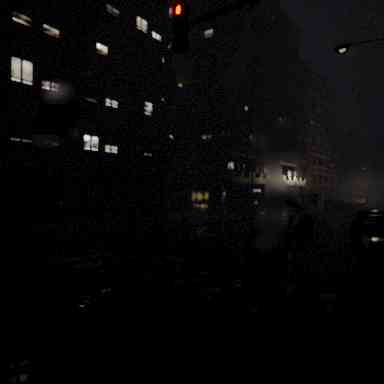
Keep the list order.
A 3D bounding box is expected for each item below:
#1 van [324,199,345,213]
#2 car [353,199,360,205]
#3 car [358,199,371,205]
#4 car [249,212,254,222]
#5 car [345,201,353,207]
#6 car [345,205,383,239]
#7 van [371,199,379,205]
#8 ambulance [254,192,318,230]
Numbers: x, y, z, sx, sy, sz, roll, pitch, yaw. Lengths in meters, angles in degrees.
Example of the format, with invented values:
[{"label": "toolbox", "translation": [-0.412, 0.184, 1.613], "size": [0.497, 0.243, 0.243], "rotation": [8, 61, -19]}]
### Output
[{"label": "van", "translation": [19.451, 1.916, 45.969], "size": [1.690, 1.788, 3.998], "rotation": [0, -1, 35]}, {"label": "car", "translation": [25.974, 2.297, 55.191], "size": [1.887, 1.381, 4.507], "rotation": [0, -1, 35]}, {"label": "car", "translation": [32.500, 2.246, 64.419], "size": [2.192, 1.841, 5.009], "rotation": [0, -1, 35]}, {"label": "car", "translation": [6.302, 1.741, 27.379], "size": [1.752, 1.417, 4.829], "rotation": [0, -1, 35]}, {"label": "car", "translation": [22.712, 2.104, 50.580], "size": [1.967, 1.590, 4.097], "rotation": [0, -1, 35]}, {"label": "car", "translation": [9.926, 1.696, 18.107], "size": [1.967, 1.590, 4.097], "rotation": [0, -1, 35]}, {"label": "van", "translation": [45.513, 2.628, 82.893], "size": [1.690, 1.788, 3.998], "rotation": [0, -1, 35]}, {"label": "ambulance", "translation": [7.039, 1.248, 23.786], "size": [2.351, 2.431, 6.366], "rotation": [1, 0, 35]}]
